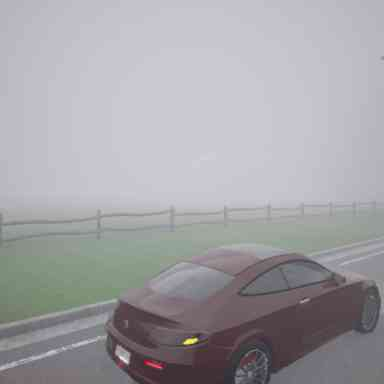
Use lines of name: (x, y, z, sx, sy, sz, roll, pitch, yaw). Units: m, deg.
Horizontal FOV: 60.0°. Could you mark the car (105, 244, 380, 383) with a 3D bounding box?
car: (1.048, 1.525, 4.955, 4.674, 1.442, 1.812, 0, 0, -39)
